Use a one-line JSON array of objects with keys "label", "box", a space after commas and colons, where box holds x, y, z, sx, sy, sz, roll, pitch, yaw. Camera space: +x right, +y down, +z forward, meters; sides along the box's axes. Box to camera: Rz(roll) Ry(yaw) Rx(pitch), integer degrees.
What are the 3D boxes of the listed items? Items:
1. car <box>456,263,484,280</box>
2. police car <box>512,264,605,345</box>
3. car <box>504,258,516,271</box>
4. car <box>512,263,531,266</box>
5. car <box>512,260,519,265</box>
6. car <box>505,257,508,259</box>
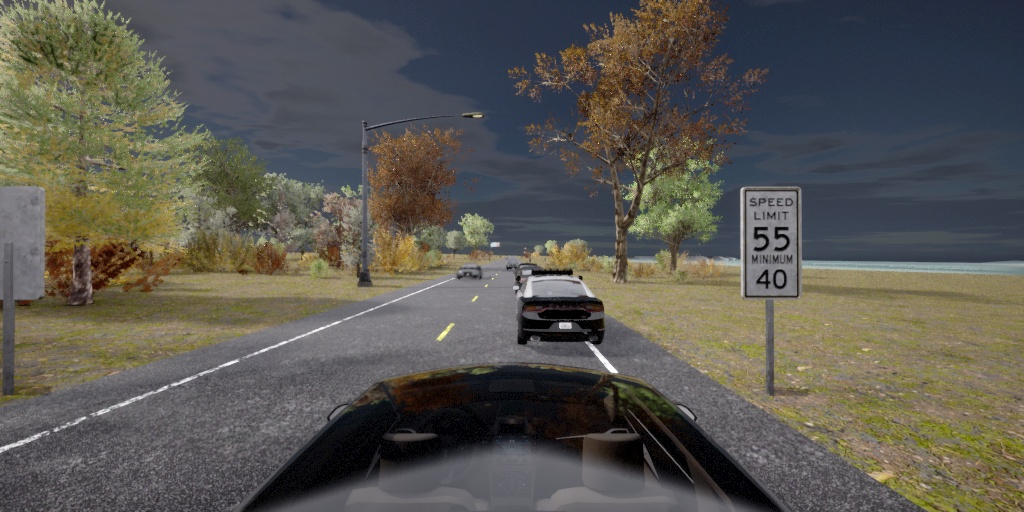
[{"label": "car", "box": [-3.537, 1.311, 30.779, 1.994, 1.385, 4.181, 0, 0, 0]}, {"label": "police car", "box": [1.057, 1.175, 9.674, 1.930, 1.638, 5.238, 0, 0, 0]}, {"label": "car", "box": [0.160, 1.343, 49.589, 1.895, 1.301, 4.718, 0, 0, 1]}, {"label": "car", "box": [1.076, 1.275, 19.559, 1.812, 1.442, 4.674, 0, 0, 0]}, {"label": "car", "box": [1.096, 1.254, 25.558, 1.837, 1.490, 4.892, 0, 0, 0]}, {"label": "car", "box": [0.164, 1.283, 61.365, 2.033, 1.411, 5.357, 0, 0, 0]}]
